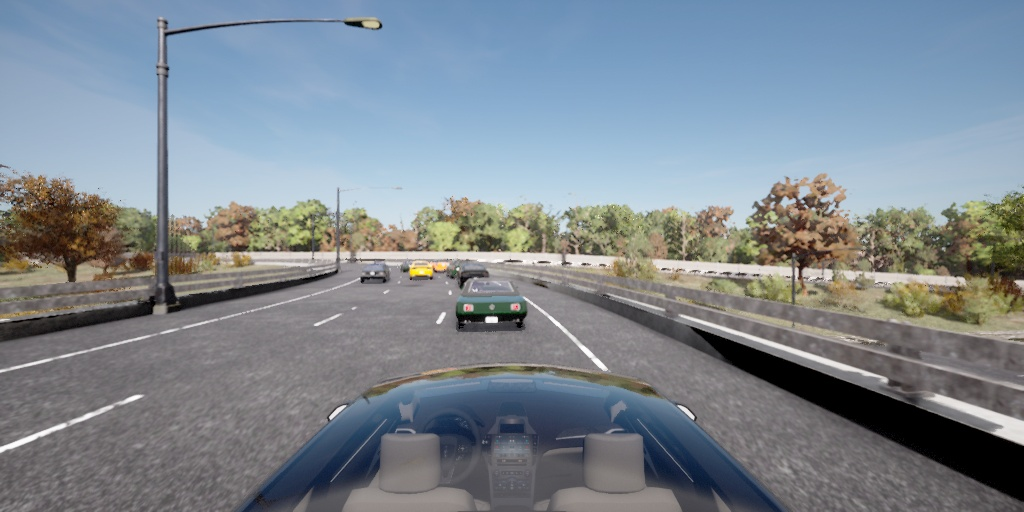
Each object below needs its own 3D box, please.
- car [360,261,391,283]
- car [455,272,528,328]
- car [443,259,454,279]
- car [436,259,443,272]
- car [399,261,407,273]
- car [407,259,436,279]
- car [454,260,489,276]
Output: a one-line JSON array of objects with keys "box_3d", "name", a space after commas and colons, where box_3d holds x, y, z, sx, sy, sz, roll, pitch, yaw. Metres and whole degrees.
[{"box_3d": [-10.709, 1.305, 28.307, 2.033, 1.411, 5.357, 0, 0, -15], "name": "car"}, {"box_3d": [-0.727, 1.351, 11.418, 1.895, 1.301, 4.718, 0, 0, -5], "name": "car"}, {"box_3d": [-4.896, 1.106, 33.130, 2.097, 1.767, 4.553, 0, 0, -16], "name": "car"}, {"box_3d": [-8.885, 1.106, 44.305, 2.097, 1.767, 4.553, 0, 0, -22], "name": "car"}, {"box_3d": [-12.849, 1.322, 44.740, 1.994, 1.385, 4.181, 0, 0, -23], "name": "car"}, {"box_3d": [-8.215, 1.233, 32.134, 1.882, 1.535, 5.008, 0, -1, -17], "name": "car"}, {"box_3d": [-2.685, 1.228, 24.137, 1.882, 1.535, 5.008, 0, 0, -11], "name": "car"}]
